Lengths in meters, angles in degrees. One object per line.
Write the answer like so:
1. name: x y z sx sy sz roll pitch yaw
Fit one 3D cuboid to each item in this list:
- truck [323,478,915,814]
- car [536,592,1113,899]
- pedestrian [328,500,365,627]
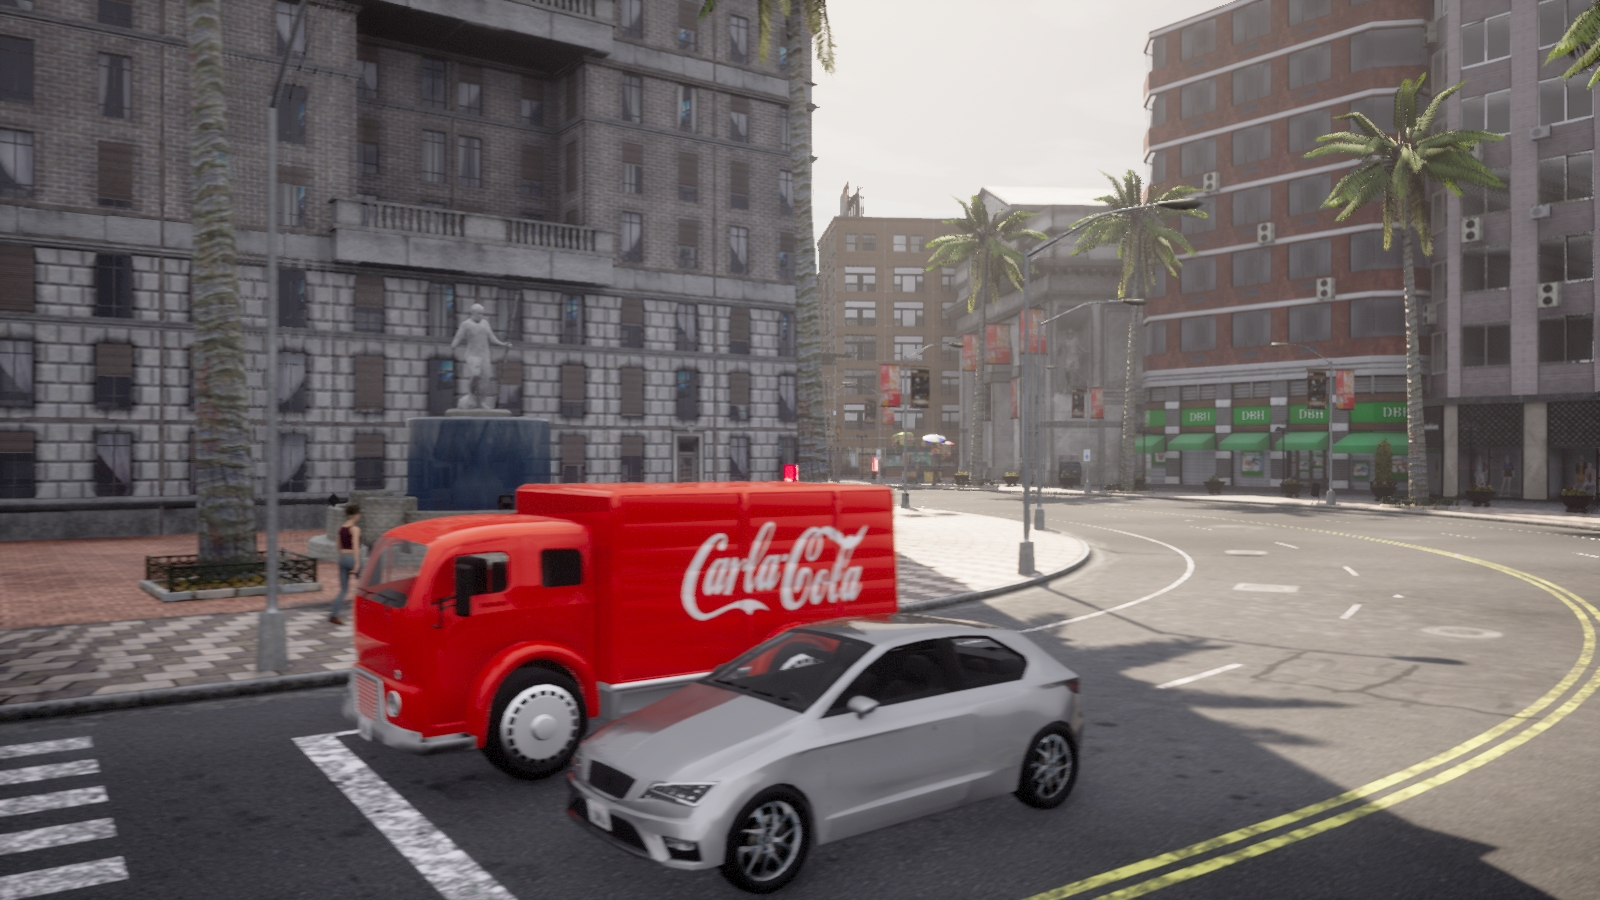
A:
1. truck: -1.670 1.569 11.395 5.204 2.467 2.627 0 0 -37
2. car: 0.335 2.065 8.687 4.193 1.474 1.816 0 0 -38
3. pedestrian: -6.837 1.696 17.231 0.375 1.860 0.375 0 0 22
